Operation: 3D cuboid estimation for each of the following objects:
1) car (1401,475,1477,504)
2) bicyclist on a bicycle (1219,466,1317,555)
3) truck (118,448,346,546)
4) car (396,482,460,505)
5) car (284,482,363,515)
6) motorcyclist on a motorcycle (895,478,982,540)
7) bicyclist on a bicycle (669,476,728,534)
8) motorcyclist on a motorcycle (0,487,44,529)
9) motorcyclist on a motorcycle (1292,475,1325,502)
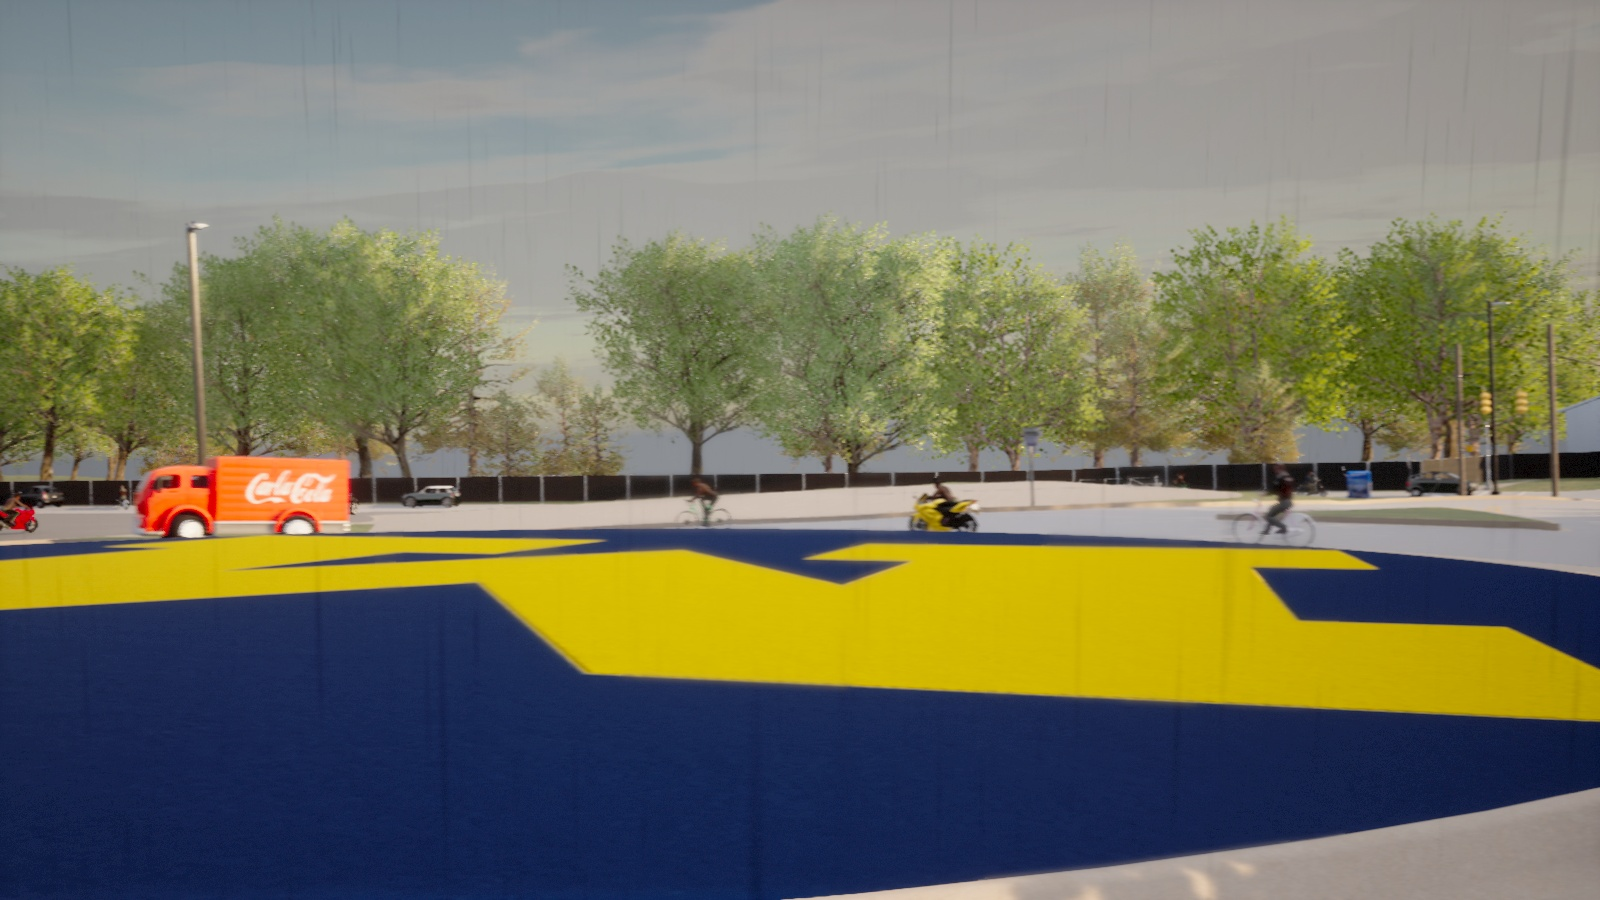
[{"bbox_3d":[37.112,2.279,72.932,3.705,1.549,1.789,-1,2,35],"label":"car"},{"bbox_3d":[9.733,1.230,26.174,0.659,1.776,1.843,1,-1,-39],"label":"bicyclist on a bicycle"},{"bbox_3d":[-15.378,1.303,34.103,5.204,2.467,2.627,3,-3,-34],"label":"truck"},{"bbox_3d":[-25.858,3.009,87.457,3.806,1.475,1.970,0,1,4],"label":"car"},{"bbox_3d":[-23.812,2.401,62.933,2.128,1.511,4.902,-1,-1,-1],"label":"car"},{"bbox_3d":[3.475,1.485,31.666,2.044,1.523,0.797,-2,-2,37],"label":"motorcyclist on a motorcycle"},{"bbox_3d":[-2.997,1.610,37.083,1.656,1.620,0.582,-2,1,-6],"label":"bicyclist on a bicycle"},{"bbox_3d":[-28.930,2.115,46.008,0.797,1.523,2.044,-1,-2,20],"label":"motorcyclist on a motorcycle"},{"bbox_3d":[30.957,2.328,76.388,1.817,1.590,0.866,-1,2,24],"label":"motorcyclist on a motorcycle"}]
